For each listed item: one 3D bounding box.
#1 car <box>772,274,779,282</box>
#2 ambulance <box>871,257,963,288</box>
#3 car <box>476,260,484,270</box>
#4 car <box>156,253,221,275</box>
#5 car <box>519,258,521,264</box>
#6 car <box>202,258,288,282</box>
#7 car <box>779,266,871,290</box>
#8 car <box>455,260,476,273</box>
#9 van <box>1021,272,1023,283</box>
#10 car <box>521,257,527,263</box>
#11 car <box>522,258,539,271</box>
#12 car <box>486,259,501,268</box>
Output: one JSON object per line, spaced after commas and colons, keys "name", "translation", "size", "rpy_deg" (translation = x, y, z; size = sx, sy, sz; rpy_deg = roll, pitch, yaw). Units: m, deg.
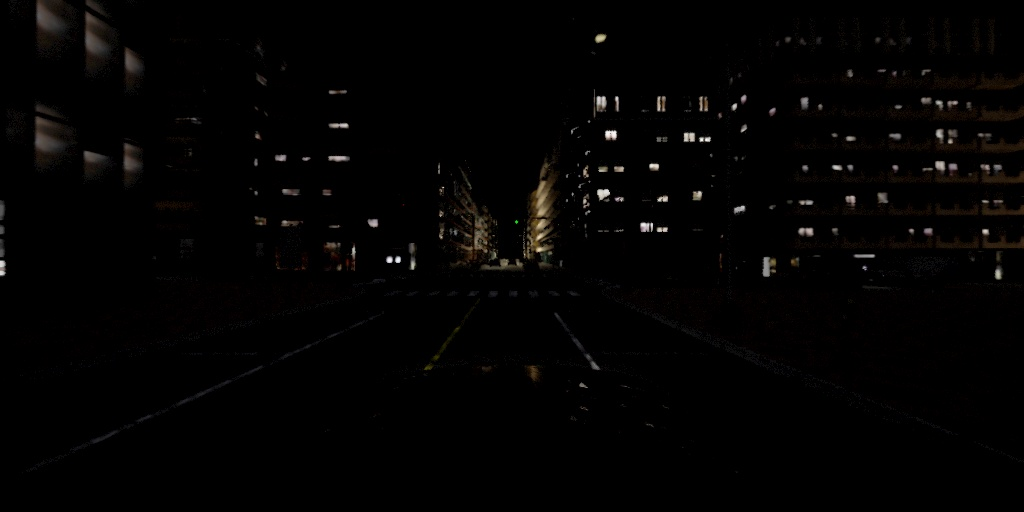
{"name": "car", "translation": [26.264, 1.750, 32.378], "size": [4.829, 1.417, 1.751], "rpy_deg": [0, 0, 0]}
{"name": "ambulance", "translation": [32.946, 1.333, 29.778], "size": [6.366, 2.431, 2.351], "rpy_deg": [1, -1, 0]}
{"name": "car", "translation": [-5.661, 1.300, 53.908], "size": [1.888, 1.381, 4.507], "rpy_deg": [0, 0, 0]}
{"name": "car", "translation": [-28.629, 0.685, 32.026], "size": [5.009, 1.841, 2.192], "rpy_deg": [0, 0, 0]}
{"name": "car", "translation": [2.727, 1.339, 64.937], "size": [1.802, 1.307, 4.207], "rpy_deg": [0, 0, 0]}
{"name": "car", "translation": [-17.250, 1.011, 23.725], "size": [4.507, 1.381, 1.888], "rpy_deg": [0, 0, 0]}
{"name": "car", "translation": [20.848, 1.497, 24.026], "size": [4.097, 1.591, 1.967], "rpy_deg": [0, 0, 0]}
{"name": "car", "translation": [-5.666, 1.278, 42.692], "size": [1.751, 1.417, 4.829], "rpy_deg": [0, 0, 0]}
{"name": "van", "translation": [49.031, 1.917, 32.538], "size": [3.998, 1.789, 1.690], "rpy_deg": [0, 0, 0]}
{"name": "car", "translation": [2.721, 1.194, 53.890], "size": [1.967, 1.591, 4.097], "rpy_deg": [0, 0, 0]}
{"name": "car", "translation": [2.718, 1.298, 48.366], "size": [1.888, 1.381, 4.507], "rpy_deg": [0, 0, 0]}
{"name": "car", "translation": [-2.981, 1.234, 63.880], "size": [1.882, 1.535, 5.008], "rpy_deg": [0, 0, 0]}
